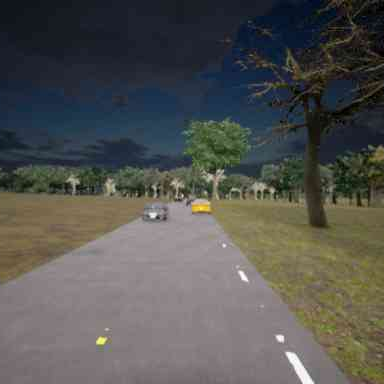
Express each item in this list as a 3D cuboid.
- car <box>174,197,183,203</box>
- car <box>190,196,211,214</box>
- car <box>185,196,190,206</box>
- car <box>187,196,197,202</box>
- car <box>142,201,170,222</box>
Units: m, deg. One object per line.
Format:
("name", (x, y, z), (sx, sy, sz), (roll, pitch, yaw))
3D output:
("car", (-2.770, 1.583, 68.021), (1.895, 1.301, 4.718), (0, 0, 0))
("car", (0.952, 1.512, 35.445), (1.882, 1.535, 5.008), (0, 0, 0))
("car", (-0.015, 1.499, 53.981), (1.837, 1.490, 4.892), (0, 0, 0))
("car", (-0.020, 1.460, 69.384), (1.895, 1.301, 4.718), (0, 0, 0))
("car", (-2.853, 1.534, 26.830), (2.128, 1.511, 4.902), (0, 0, 0))
